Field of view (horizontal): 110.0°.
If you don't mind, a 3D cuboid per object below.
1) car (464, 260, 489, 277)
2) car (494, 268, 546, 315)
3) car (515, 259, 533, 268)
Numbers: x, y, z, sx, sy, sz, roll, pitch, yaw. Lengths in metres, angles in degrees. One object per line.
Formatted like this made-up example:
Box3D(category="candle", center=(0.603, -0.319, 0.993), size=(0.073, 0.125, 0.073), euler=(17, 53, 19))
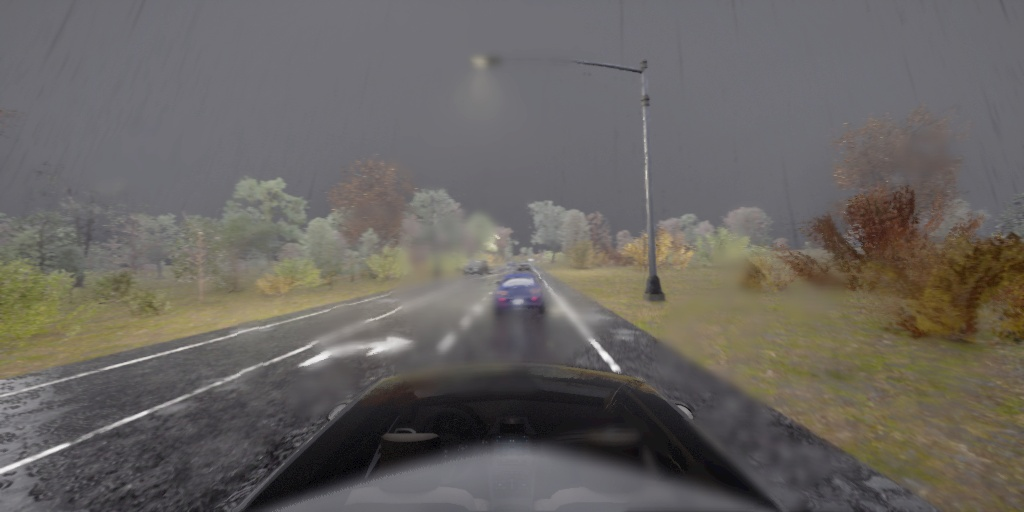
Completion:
Box3D(category="car", center=(-4.377, 1.537, 45.323), size=(2.150, 2.045, 5.566), euler=(-2, 0, 9))
Box3D(category="car", center=(0.322, 1.378, 14.069), size=(1.812, 1.442, 4.674), euler=(-2, -1, 2))
Box3D(category="car", center=(1.761, 1.627, 53.264), size=(1.837, 1.490, 4.892), euler=(-2, 0, 2))
